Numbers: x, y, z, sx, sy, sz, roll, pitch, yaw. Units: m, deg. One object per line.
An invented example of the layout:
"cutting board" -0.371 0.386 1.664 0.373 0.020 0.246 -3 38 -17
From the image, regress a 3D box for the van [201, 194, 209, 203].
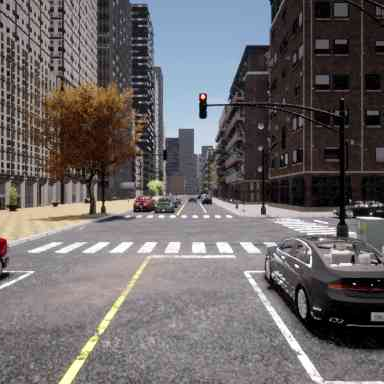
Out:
"van" 2.799 1.416 72.472 1.690 1.788 3.998 0 0 0

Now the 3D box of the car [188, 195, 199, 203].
"car" 0.104 1.560 68.660 2.128 1.511 4.902 0 0 0

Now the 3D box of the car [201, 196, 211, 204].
"car" 2.792 1.591 67.118 1.752 1.417 4.829 0 0 0

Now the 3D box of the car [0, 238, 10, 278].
"car" -5.682 1.547 6.959 1.887 1.381 4.507 0 0 0

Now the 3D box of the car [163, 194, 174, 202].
"car" -5.573 1.401 78.007 2.192 1.841 5.009 0 0 0

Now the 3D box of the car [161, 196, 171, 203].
"car" -5.581 1.641 72.485 1.947 1.339 4.313 0 0 0

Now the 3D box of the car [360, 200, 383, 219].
"car" 14.773 1.350 23.767 4.181 1.385 1.994 -1 0 0

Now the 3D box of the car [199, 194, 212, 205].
"car" 2.783 1.623 61.425 1.947 1.339 4.313 0 0 0

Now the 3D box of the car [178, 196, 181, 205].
"car" -3.025 1.640 47.710 1.895 1.301 4.718 0 0 0

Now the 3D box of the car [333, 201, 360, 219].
"car" 13.465 1.355 26.335 4.403 1.369 2.008 -1 1 0

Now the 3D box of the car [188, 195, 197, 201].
"car" 0.122 1.478 79.082 2.033 1.411 5.357 0 0 0

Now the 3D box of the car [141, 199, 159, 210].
"car" -5.624 1.601 44.870 1.947 1.339 4.313 0 0 0

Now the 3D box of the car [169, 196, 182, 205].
"car" -2.978 1.548 61.059 2.128 1.511 4.902 0 0 0

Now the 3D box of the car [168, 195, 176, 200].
"car" -5.547 1.673 94.576 2.008 1.369 4.403 0 0 0

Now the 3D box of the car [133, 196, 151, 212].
"car" -5.633 1.344 39.347 2.192 1.841 5.009 0 0 0

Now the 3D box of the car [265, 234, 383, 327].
"car" 2.698 1.553 6.946 2.008 1.369 4.403 0 0 0

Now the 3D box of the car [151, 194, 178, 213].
"car" -3.016 1.378 37.031 2.097 1.767 4.553 0 0 -1
